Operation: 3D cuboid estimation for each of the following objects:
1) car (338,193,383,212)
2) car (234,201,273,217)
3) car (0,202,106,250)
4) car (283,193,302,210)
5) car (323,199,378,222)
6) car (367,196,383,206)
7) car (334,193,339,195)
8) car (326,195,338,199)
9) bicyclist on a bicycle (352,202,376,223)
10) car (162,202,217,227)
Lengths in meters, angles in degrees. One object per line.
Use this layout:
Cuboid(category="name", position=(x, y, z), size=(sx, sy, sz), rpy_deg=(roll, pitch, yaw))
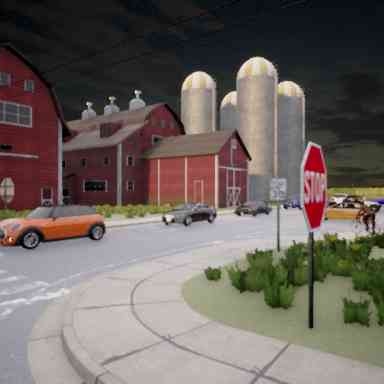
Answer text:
Cuboid(category="car", position=(18.640, 1.308, 36.561), size=(3.866, 1.878, 1.905), rpy_deg=(0, 0, 35))
Cuboid(category="car", position=(5.977, 1.536, 31.726), size=(2.033, 1.411, 5.357), rpy_deg=(0, 0, 35))
Cuboid(category="car", position=(-6.115, 1.341, 14.585), size=(2.097, 1.767, 4.553), rpy_deg=(0, 0, 39))
Cuboid(category="car", position=(13.455, 1.211, 42.482), size=(2.150, 2.045, 5.566), rpy_deg=(0, 0, 34))
Cuboid(category="car", position=(11.382, 1.501, 25.185), size=(4.193, 1.474, 1.816), rpy_deg=(0, 0, 35))
Cuboid(category="car", position=(32.507, 1.475, 56.401), size=(4.611, 1.667, 2.242), rpy_deg=(0, 0, 35))
Cuboid(category="car", position=(21.995, 1.213, 48.596), size=(2.150, 2.045, 5.566), rpy_deg=(0, 0, 35))
Cuboid(category="car", position=(16.140, 1.483, 40.034), size=(2.128, 1.511, 4.902), rpy_deg=(0, 0, 35))
Cuboid(category="bicyclist on a bicycle", position=(8.481, 1.298, 16.333), size=(0.582, 1.620, 1.656), rpy_deg=(0, 0, -21))
Cuboid(category="car", position=(-0.075, 1.481, 22.966), size=(2.128, 1.511, 4.902), rpy_deg=(0, 0, 35))
